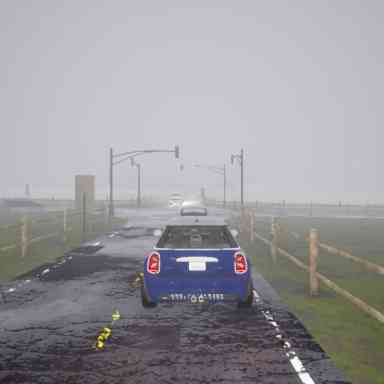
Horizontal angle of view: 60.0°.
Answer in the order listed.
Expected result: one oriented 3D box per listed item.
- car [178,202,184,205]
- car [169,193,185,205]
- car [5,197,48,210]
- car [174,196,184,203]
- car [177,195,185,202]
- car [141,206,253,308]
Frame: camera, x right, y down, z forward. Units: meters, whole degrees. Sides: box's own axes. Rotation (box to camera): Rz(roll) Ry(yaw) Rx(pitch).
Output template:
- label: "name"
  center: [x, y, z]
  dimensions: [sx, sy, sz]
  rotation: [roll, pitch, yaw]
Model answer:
- label: "car"
  center: [0.091, 1.507, 17.262]
  dimensions: [1.837, 1.490, 4.892]
  rotation: [0, 0, 0]
- label: "car"
  center: [-2.839, 1.237, 59.906]
  dimensions: [2.150, 2.045, 5.566]
  rotation: [0, 0, 0]
- label: "car"
  center: [-18.064, 1.253, 36.348]
  dimensions: [4.181, 1.385, 1.994]
  rotation: [1, 0, 1]
- label: "car"
  center: [-2.735, 1.615, 69.928]
  dimensions: [1.895, 1.301, 4.718]
  rotation: [0, 0, 0]
- label: "car"
  center: [-2.701, 1.549, 80.270]
  dimensions: [1.812, 1.442, 4.674]
  rotation: [0, 0, 0]
- label: "car"
  center: [0.096, 1.353, 8.096]
  dimensions: [2.097, 1.767, 4.553]
  rotation: [0, 0, 0]
